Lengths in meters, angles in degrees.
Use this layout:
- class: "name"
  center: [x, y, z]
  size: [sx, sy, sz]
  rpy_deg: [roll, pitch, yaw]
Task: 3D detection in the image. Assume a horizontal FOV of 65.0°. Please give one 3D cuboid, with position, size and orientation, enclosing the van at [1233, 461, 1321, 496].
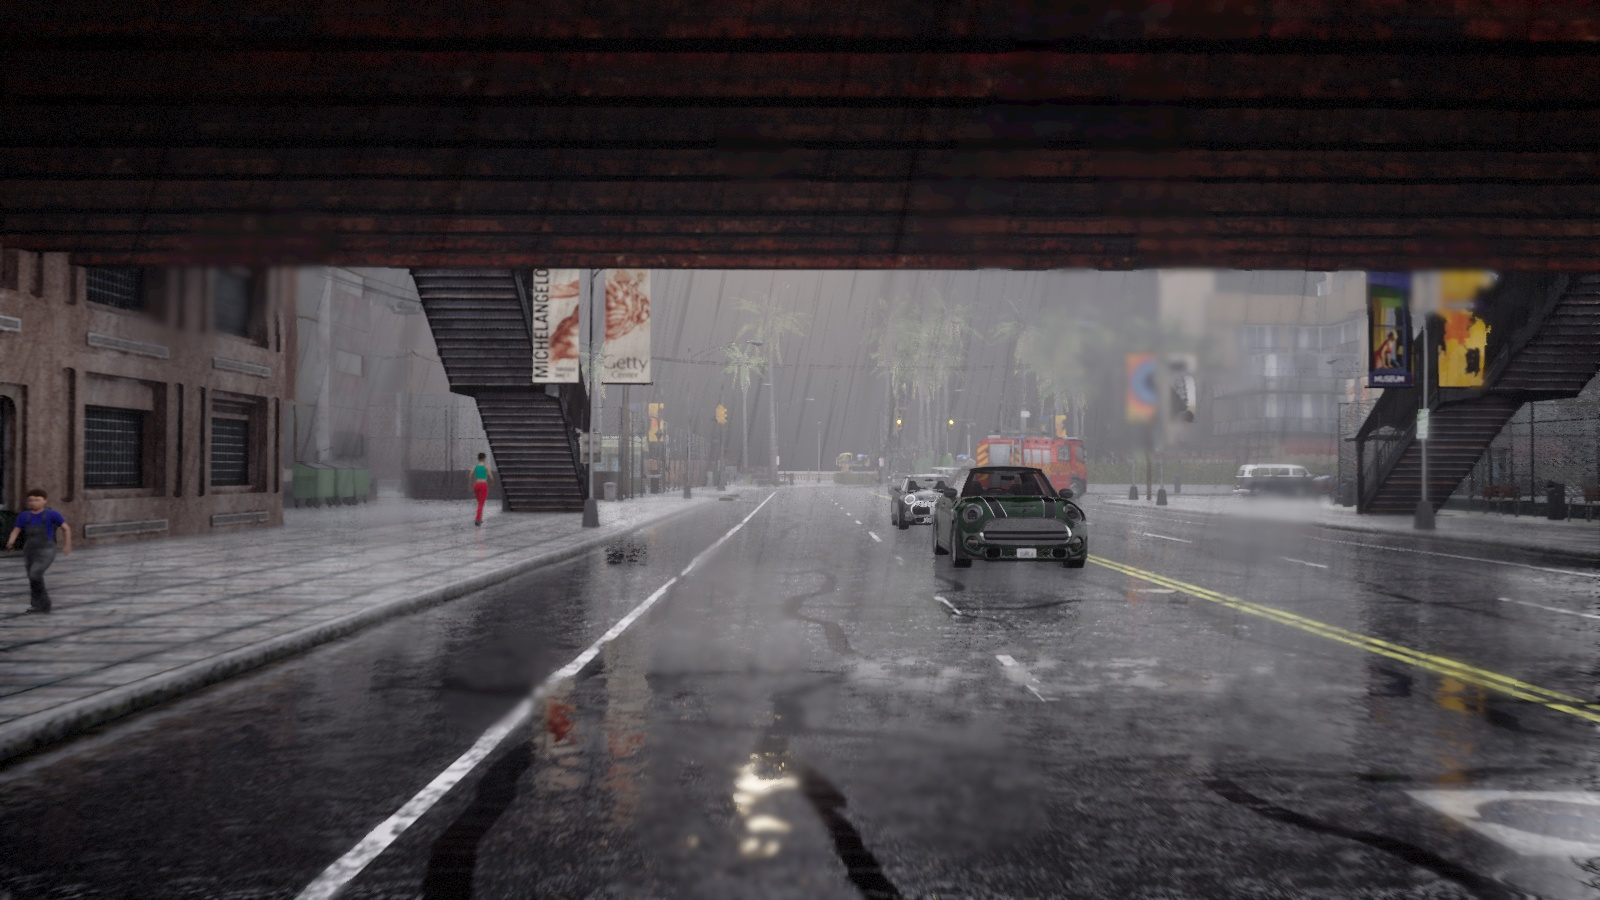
- class: "van"
  center: [28.542, 1.684, 75.283]
  size: [4.480, 2.038, 2.069]
  rpy_deg: [0, -1, -1]

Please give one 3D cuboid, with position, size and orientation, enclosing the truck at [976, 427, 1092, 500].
- class: "truck"
  center: [13.211, 0.771, 70.188]
  size: [2.891, 3.827, 8.468]
  rpy_deg: [-1, -1, 37]

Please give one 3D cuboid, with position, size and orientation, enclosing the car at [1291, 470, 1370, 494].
- class: "car"
  center: [33.279, 2.015, 78.845]
  size: [4.193, 1.474, 1.816]
  rpy_deg: [0, -1, -1]

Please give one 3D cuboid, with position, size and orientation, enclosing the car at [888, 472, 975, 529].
- class: "car"
  center: [3.558, 1.344, 34.549]
  size: [1.970, 1.475, 3.806]
  rpy_deg: [0, -1, 0]

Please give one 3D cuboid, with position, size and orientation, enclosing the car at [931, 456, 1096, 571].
- class: "car"
  center: [3.527, 1.021, 21.627]
  size: [2.097, 1.767, 4.553]
  rpy_deg: [0, -1, 0]

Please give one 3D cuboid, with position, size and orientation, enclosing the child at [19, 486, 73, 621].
- class: "child"
  center: [-7.230, 0.982, 12.052]
  size: [0.270, 1.263, 0.437]
  rpy_deg: [0, -1, -5]

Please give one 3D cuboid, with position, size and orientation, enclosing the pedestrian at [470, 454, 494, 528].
- class: "pedestrian"
  center: [-7.963, 1.030, 31.469]
  size: [0.345, 1.836, 0.594]
  rpy_deg: [0, -1, 12]

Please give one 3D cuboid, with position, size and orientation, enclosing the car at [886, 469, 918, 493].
- class: "car"
  center: [6.965, 2.124, 85.967]
  size: [1.851, 1.617, 3.988]
  rpy_deg: [0, -1, 0]
